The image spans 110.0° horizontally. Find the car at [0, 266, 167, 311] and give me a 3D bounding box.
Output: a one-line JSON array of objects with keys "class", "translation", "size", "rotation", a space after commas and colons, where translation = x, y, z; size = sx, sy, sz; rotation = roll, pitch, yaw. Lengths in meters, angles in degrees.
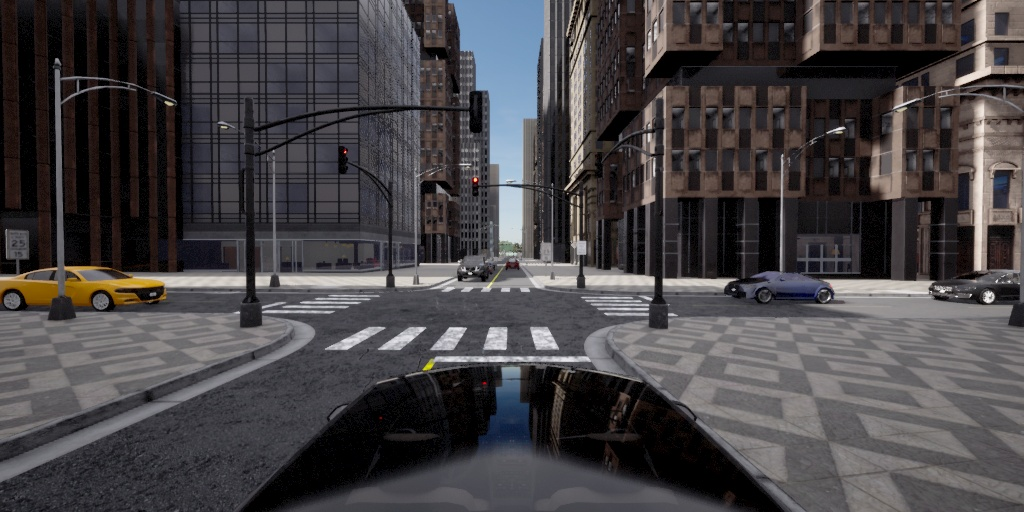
[{"class": "car", "translation": [-15.801, 1.130, 13.297], "size": [5.008, 1.535, 1.882], "rotation": [0, 1, 0]}]

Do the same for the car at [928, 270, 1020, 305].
[{"class": "car", "translation": [22.312, 1.405, 16.578], "size": [4.892, 1.490, 1.837], "rotation": [0, 1, 0]}]

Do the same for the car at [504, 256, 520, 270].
[{"class": "car", "translation": [0.086, 1.188, 53.289], "size": [1.882, 1.535, 5.008], "rotation": [0, 0, 0]}]

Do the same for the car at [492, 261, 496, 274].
[{"class": "car", "translation": [-3.103, 1.290, 39.552], "size": [1.994, 1.385, 4.181], "rotation": [0, 0, 0]}]

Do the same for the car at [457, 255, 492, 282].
[{"class": "car", "translation": [-3.108, 0.957, 29.526], "size": [2.150, 2.045, 5.566], "rotation": [0, 0, 0]}]

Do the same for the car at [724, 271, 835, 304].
[{"class": "car", "translation": [12.230, 1.389, 16.558], "size": [4.181, 1.385, 1.994], "rotation": [0, 1, 0]}]
